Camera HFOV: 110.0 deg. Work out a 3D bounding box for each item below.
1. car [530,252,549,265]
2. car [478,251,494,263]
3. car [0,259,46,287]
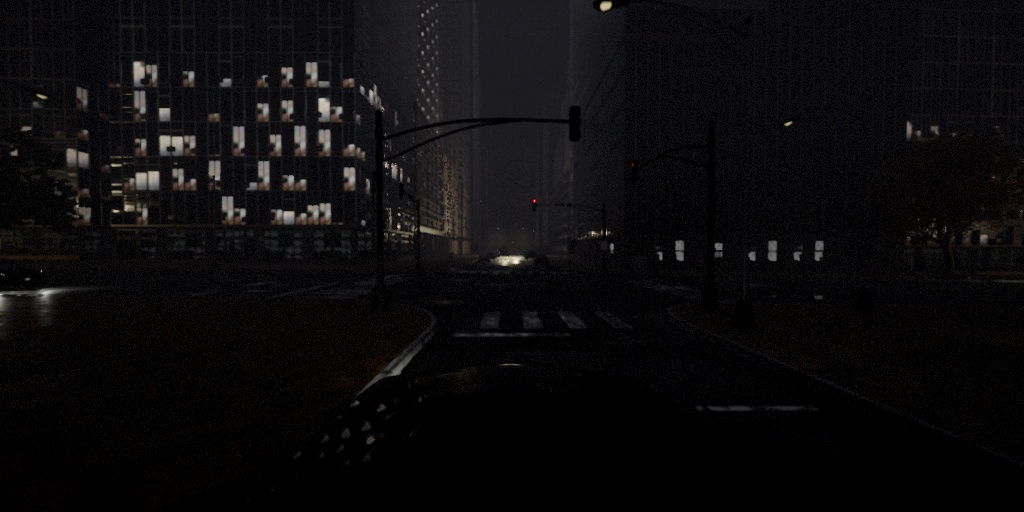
[{"bbox_3d":[3.858,0.433,47.700,1.948,1.339,4.313,0,0,0],"label":"car"},{"bbox_3d":[-4.104,0.339,53.180,1.802,1.307,4.207,0,0,0],"label":"car"},{"bbox_3d":[-22.528,0.639,14.850,4.674,1.442,1.812,1,1,-3],"label":"car"}]
